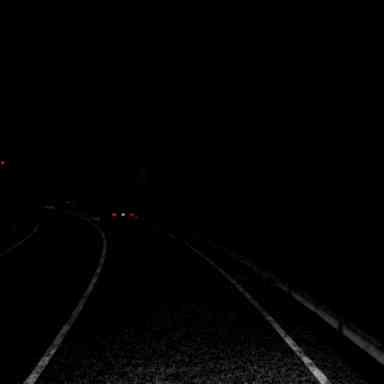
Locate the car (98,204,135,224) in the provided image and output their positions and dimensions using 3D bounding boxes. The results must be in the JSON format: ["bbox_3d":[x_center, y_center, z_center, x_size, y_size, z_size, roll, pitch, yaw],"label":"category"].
[{"bbox_3d":[-5.675,1.574,24.749,2.033,1.411,5.357,2,-1,-24],"label":"car"}]

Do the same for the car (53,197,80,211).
[{"bbox_3d":[-14.848,1.353,39.321,2.128,1.511,4.902,4,-2,-39],"label":"car"}]
